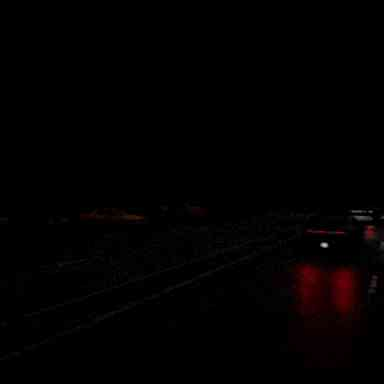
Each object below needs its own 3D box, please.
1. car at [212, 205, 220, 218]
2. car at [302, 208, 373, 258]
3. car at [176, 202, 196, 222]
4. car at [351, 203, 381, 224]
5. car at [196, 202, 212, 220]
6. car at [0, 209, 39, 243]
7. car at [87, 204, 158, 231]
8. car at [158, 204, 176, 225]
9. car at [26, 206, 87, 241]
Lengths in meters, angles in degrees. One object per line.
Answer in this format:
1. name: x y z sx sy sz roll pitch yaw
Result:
1. car: 0.343 1.755 32.172 4.892 1.521 2.231 0 0 31
2. car: 5.847 1.621 13.510 2.128 1.511 4.902 0 0 32
3. car: -2.543 1.739 27.480 4.892 1.521 2.231 0 0 31
4. car: 13.671 1.636 26.310 2.128 1.511 4.902 0 0 33
5. car: -1.096 1.747 29.822 5.008 1.535 2.097 0 0 31
6. car: -9.724 1.687 15.723 4.674 1.452 2.002 0 -1 31
7. car: -5.255 1.710 22.679 5.366 1.575 1.946 0 -1 31
8. car: -3.998 1.759 25.145 4.792 1.488 2.163 0 -1 31
9. car: -8.258 1.550 18.066 4.553 1.767 2.185 0 -1 31
